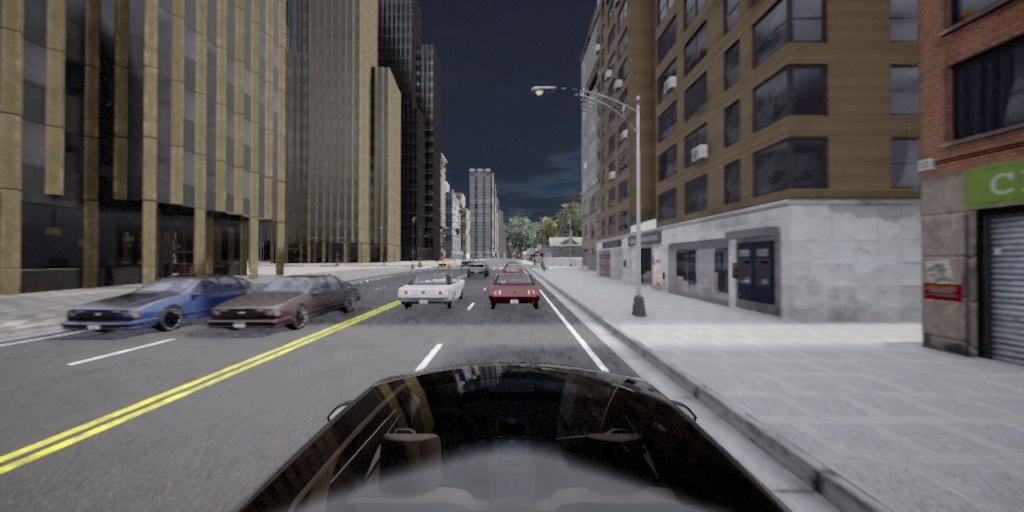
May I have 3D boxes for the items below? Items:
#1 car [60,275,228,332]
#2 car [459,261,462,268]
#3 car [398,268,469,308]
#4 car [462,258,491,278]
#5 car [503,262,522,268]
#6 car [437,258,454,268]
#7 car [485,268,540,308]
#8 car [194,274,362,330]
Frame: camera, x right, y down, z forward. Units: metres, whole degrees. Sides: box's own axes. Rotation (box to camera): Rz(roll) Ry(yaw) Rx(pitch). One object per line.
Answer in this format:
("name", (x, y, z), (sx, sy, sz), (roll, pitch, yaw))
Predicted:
("car", (-9.852, 1.296, 11.097), (2.033, 1.411, 5.357), (0, 0, 0))
("car", (-6.511, 1.059, 53.017), (2.033, 1.411, 5.357), (0, 0, 0))
("car", (-3.152, 1.348, 15.035), (1.895, 1.301, 4.718), (0, 0, 0))
("car", (-3.157, 1.226, 34.257), (2.128, 1.511, 4.902), (0, 0, 0))
("car", (0.092, 1.297, 35.644), (1.994, 1.385, 4.181), (0, 0, 0))
("car", (-9.761, 0.997, 53.017), (1.882, 1.535, 5.008), (0, 0, 0))
("car", (0.092, 1.349, 15.101), (1.895, 1.301, 4.718), (0, 0, 0))
("car", (-6.601, 1.296, 11.335), (2.033, 1.411, 5.357), (0, 0, 0))
